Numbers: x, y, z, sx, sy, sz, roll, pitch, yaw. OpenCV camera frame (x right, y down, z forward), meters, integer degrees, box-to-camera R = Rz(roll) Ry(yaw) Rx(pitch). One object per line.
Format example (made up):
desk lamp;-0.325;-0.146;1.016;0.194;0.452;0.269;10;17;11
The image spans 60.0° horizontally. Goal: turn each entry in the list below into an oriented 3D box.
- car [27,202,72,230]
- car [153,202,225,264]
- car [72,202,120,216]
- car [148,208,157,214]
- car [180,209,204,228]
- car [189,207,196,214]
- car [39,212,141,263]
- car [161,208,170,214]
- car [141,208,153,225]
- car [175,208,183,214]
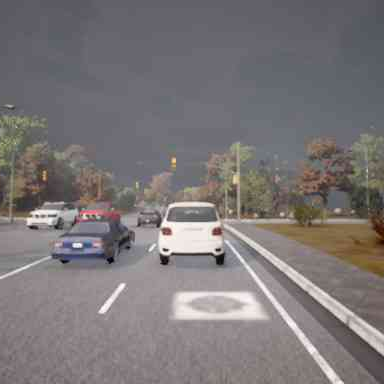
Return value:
car;-10.501;1.795;25.659;2.150;2.045;5.566;0;-3;0
car;0.015;1.389;12.670;2.150;2.045;5.566;0;-1;0
car;-7.002;1.794;25.633;2.150;2.045;5.566;0;-3;0
car;-10.473;4.991;88.022;1.994;1.385;4.181;0;-1;0
car;0.032;2.218;28.647;1.837;1.490;4.892;0;-2;1
car;0.027;4.909;89.054;1.837;1.490;4.892;0;-1;0
car;-3.483;1.711;12.631;2.033;1.411;5.357;0;-1;0
car;-6.973;4.979;88.034;2.033;1.411;5.357;0;-1;0
car;-3.553;2.204;28.653;2.128;1.511;4.902;0;-3;-2
car;-3.473;4.985;89.470;1.994;1.385;4.181;0;-1;0
